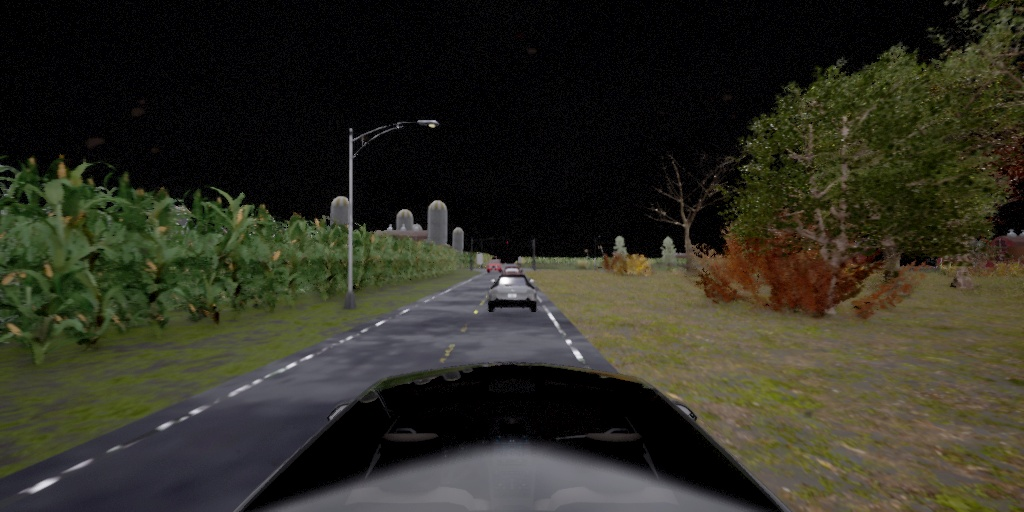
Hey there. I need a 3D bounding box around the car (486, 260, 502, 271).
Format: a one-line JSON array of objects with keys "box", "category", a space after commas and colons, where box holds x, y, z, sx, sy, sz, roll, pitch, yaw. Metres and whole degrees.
[{"box": [-2.770, 1.627, 56.373, 2.150, 2.045, 5.566, 0, -1, 0], "category": "car"}]

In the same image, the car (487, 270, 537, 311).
[{"box": [0.022, 1.470, 15.373, 1.994, 1.385, 4.181, 0, -1, 0], "category": "car"}]

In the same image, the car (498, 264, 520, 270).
[{"box": [0.018, 1.612, 30.759, 1.812, 1.442, 4.674, 0, 0, 0], "category": "car"}]
